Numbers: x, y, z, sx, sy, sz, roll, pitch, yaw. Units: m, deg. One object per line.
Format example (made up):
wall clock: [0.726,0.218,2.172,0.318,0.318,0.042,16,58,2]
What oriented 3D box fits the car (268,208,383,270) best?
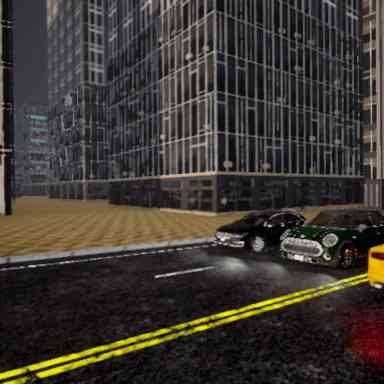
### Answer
car: [5.027,1.387,11.265,4.553,1.767,2.097,0,0,-36]

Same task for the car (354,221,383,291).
car: [6.113,1.508,7.802,5.008,1.535,1.882,0,0,-35]

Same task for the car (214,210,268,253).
car: [3.127,1.540,13.902,4.892,1.490,1.837,0,0,-36]
